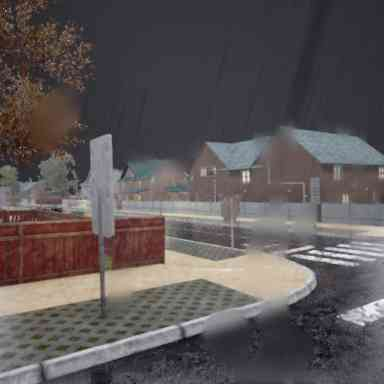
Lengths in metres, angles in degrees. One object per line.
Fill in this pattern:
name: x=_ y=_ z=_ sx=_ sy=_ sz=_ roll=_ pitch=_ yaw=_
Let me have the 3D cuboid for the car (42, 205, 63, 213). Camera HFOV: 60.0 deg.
car: x=-19.449 y=2.436 z=46.297 sx=1.895 sy=1.301 sz=4.718 roll=-2 pitch=0 yaw=-36
